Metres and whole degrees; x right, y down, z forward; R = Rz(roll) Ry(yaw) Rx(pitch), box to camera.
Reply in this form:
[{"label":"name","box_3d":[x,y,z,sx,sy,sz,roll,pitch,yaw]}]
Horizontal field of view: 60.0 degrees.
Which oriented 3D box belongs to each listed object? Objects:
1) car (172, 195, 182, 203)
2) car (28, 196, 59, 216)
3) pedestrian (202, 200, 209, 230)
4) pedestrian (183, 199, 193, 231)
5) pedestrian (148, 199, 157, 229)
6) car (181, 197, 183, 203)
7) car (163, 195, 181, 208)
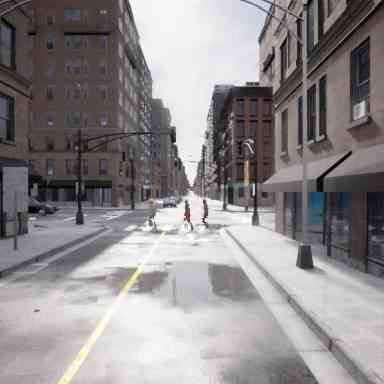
[{"label":"car","box_3d":[-3.082,1.459,70.618,1.837,1.490,4.892,0,0,0]},{"label":"car","box_3d":[-14.035,1.146,29.022,4.553,1.767,2.097,1,0,-1]},{"label":"pedestrian","box_3d":[0.806,1.288,19.486,0.375,1.860,0.375,0,0,0]},{"label":"pedestrian","box_3d":[-0.249,1.288,18.881,0.375,1.860,0.375,0,0,0]},{"label":"pedestrian","box_3d":[-2.378,1.280,20.077,0.375,1.860,0.375,0,0,0]},{"label":"car","box_3d":[-3.166,1.532,59.032,1.994,1.385,4.181,0,0,0]},{"label":"car","box_3d":[-3.184,1.524,48.997,2.033,1.411,5.357,0,0,0]}]
